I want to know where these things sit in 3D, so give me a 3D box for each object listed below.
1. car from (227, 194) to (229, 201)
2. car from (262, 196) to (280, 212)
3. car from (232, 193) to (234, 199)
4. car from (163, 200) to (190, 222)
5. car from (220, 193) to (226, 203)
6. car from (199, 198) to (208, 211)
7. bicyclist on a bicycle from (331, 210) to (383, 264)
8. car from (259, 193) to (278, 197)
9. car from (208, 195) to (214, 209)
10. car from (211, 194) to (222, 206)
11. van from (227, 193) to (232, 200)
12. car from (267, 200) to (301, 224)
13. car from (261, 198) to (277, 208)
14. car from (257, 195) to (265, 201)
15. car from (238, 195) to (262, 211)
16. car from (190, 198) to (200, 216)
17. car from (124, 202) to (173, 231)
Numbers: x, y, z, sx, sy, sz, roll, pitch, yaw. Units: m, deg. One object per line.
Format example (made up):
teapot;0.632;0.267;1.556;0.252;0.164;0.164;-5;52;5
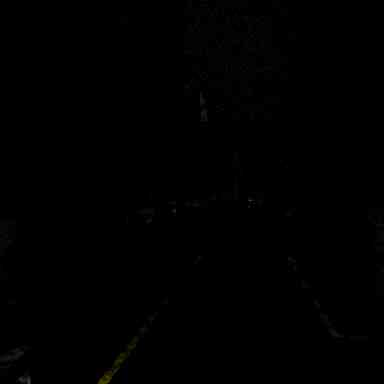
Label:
car;6.161;1.473;69.935;1.802;1.307;4.206;0;0;10
car;8.691;1.473;35.127;1.887;1.381;4.507;0;0;10
car;9.093;1.348;86.598;1.967;1.590;4.097;0;0;10
car;-1.658;1.372;25.501;1.967;1.590;4.097;0;0;10
car;4.207;1.212;58.827;2.192;1.841;5.009;0;0;10
car;0.267;1.442;36.442;1.752;1.417;4.829;0;0;10
bicyclist on a bicycle;5.133;1.379;10.205;1.656;1.620;0.582;1;0;10
car;9.669;1.238;40.681;2.192;1.841;5.009;0;0;10
car;1.273;1.476;42.165;1.947;1.339;4.313;0;0;10
car;3.229;1.446;53.273;1.887;1.381;4.507;0;0;10
van;8.116;1.241;81.044;1.690;1.788;3.998;0;0;10
car;6.737;1.511;24.020;1.947;1.339;4.313;0;0;10
car;10.646;1.484;46.233;1.947;1.339;4.313;0;0;10
car;16.510;1.495;79.554;1.802;1.307;4.206;0;0;10
car;6.839;1.411;39.414;2.128;1.511;4.902;0;0;10
car;-0.681;1.505;31.057;1.802;1.307;4.206;0;0;10
car;-2.636;1.525;19.948;1.802;1.307;4.206;0;0;10
